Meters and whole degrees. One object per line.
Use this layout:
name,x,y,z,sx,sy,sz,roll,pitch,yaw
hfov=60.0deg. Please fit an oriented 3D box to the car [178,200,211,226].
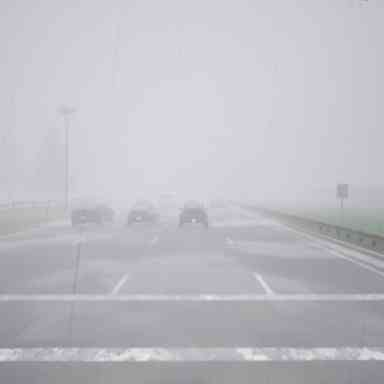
car,0.101,1.515,23.147,1.837,1.490,4.892,0,0,0

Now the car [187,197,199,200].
car,0.037,1.500,48.652,1.882,1.535,5.008,0,0,0

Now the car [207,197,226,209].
car,3.502,1.585,45.530,1.994,1.385,4.181,0,0,0

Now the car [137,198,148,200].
car,-6.982,1.569,46.715,2.033,1.411,5.357,0,0,1

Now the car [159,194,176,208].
car,-3.474,1.247,47.241,2.150,2.045,5.566,0,0,0

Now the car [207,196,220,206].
car,3.502,1.503,55.533,1.882,1.535,5.008,0,0,0

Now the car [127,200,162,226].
car,-3.413,1.537,23.693,1.812,1.442,4.674,0,0,0

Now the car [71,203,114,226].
car,-6.900,1.488,23.510,1.882,1.535,5.008,0,0,0
